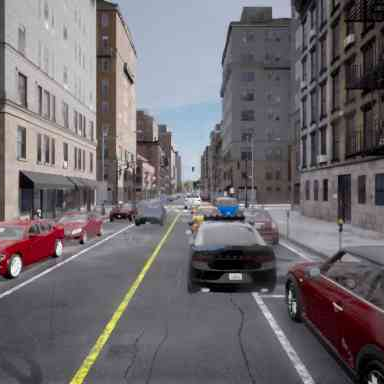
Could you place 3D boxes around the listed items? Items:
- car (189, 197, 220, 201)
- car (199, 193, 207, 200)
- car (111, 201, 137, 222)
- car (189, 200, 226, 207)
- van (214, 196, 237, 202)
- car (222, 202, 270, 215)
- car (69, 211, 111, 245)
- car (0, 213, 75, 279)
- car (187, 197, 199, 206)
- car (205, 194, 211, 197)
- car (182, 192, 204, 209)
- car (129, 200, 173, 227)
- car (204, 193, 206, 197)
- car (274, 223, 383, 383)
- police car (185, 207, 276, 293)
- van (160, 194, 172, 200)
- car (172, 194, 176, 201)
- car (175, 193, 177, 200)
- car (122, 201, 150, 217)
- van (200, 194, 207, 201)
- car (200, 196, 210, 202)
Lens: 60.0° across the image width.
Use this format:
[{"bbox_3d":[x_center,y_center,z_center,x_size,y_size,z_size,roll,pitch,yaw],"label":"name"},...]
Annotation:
[{"bbox_3d":[0.888,1.454,25.072,1.801,1.575,5.366,0,0,0],"label":"car"},{"bbox_3d":[2.919,1.291,91.058,2.192,1.841,5.009,0,0,0],"label":"car"},{"bbox_3d":[-5.321,1.543,26.572,1.887,1.381,4.507,0,0,0],"label":"car"},{"bbox_3d":[0.873,1.455,19.072,1.801,1.575,5.366,0,0,0],"label":"car"},{"bbox_3d":[2.704,1.339,26.550,1.690,1.788,3.998,0,0,0],"label":"van"},{"bbox_3d":[2.676,1.440,15.529,1.967,1.590,4.097,0,0,0],"label":"car"},{"bbox_3d":[-5.349,1.581,15.550,1.802,1.307,4.206,0,0,0],"label":"car"},{"bbox_3d":[-5.364,1.544,10.038,1.887,1.381,4.507,0,0,0],"label":"car"},{"bbox_3d":[0.148,1.536,57.735,2.033,1.411,5.357,0,0,0],"label":"car"},{"bbox_3d":[2.719,1.312,32.062,2.192,1.841,5.009,0,0,0],"label":"car"},{"bbox_3d":[0.117,1.209,44.432,2.150,2.045,5.566,0,0,0],"label":"car"},{"bbox_3d":[-2.689,1.546,23.086,2.033,1.411,5.357,0,0,0],"label":"car"},{"bbox_3d":[2.883,1.299,69.433,2.192,1.841,5.009,0,0,0],"label":"car"},{"bbox_3d":[2.647,1.440,4.507,1.967,1.590,4.097,0,0,0],"label":"car"},{"bbox_3d":[0.847,1.425,8.992,1.930,1.638,5.238,0,0,0],"label":"police car"},{"bbox_3d":[-5.243,1.327,64.046,1.690,1.788,3.998,0,0,0],"label":"van"},{"bbox_3d":[-5.212,1.548,74.859,1.947,1.339,4.313,0,0,0],"label":"car"},{"bbox_3d":[-5.197,1.525,80.265,1.887,1.381,4.507,0,0,0],"label":"car"},{"bbox_3d":[-5.306,1.563,32.083,1.947,1.339,4.313,0,0,0],"label":"car"},{"bbox_3d":[2.910,1.319,85.651,1.690,1.788,3.998,0,0,0],"label":"van"},{"bbox_3d":[2.892,1.533,74.839,2.008,1.369,4.403,0,0,0],"label":"car"}]
